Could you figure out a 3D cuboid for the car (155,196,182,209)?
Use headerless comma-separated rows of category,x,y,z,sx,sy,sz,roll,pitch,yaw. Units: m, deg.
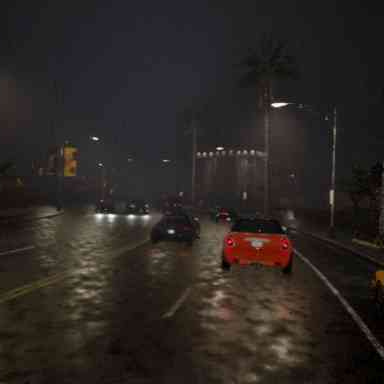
car,-2.741,1.548,38.503,2.150,2.045,5.566,3,-1,-18

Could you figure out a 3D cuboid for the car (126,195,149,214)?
car,-6.102,1.530,37.040,2.097,1.767,4.553,2,-1,-18

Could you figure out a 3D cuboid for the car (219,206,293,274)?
car,2.257,1.574,11.760,2.097,1.767,4.553,2,-1,10

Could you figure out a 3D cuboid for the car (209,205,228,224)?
car,2.733,1.944,29.272,1.837,1.490,4.892,3,-1,-5

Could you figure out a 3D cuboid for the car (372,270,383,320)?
car,4.144,1.674,4.742,1.801,1.575,5.366,2,-1,14

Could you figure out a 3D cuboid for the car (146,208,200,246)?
car,-0.688,1.723,16.435,1.994,1.385,4.181,2,-1,6

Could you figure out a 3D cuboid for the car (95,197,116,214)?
car,-9.316,1.601,35.666,1.994,1.385,4.181,2,-1,-18
